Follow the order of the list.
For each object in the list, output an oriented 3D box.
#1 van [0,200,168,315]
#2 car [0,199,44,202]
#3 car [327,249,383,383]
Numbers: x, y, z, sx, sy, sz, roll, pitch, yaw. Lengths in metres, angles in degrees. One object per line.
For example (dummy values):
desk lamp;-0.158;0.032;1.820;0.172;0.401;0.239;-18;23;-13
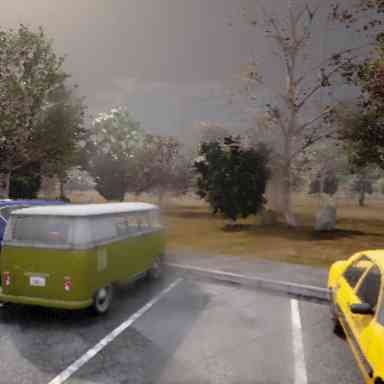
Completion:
van;-1.982;1.249;7.622;1.878;1.987;4.442;0;-1;16
car;-4.409;1.214;9.259;2.435;2.045;5.566;0;-1;15
car;2.779;1.480;3.891;1.946;1.575;5.366;1;-1;15
